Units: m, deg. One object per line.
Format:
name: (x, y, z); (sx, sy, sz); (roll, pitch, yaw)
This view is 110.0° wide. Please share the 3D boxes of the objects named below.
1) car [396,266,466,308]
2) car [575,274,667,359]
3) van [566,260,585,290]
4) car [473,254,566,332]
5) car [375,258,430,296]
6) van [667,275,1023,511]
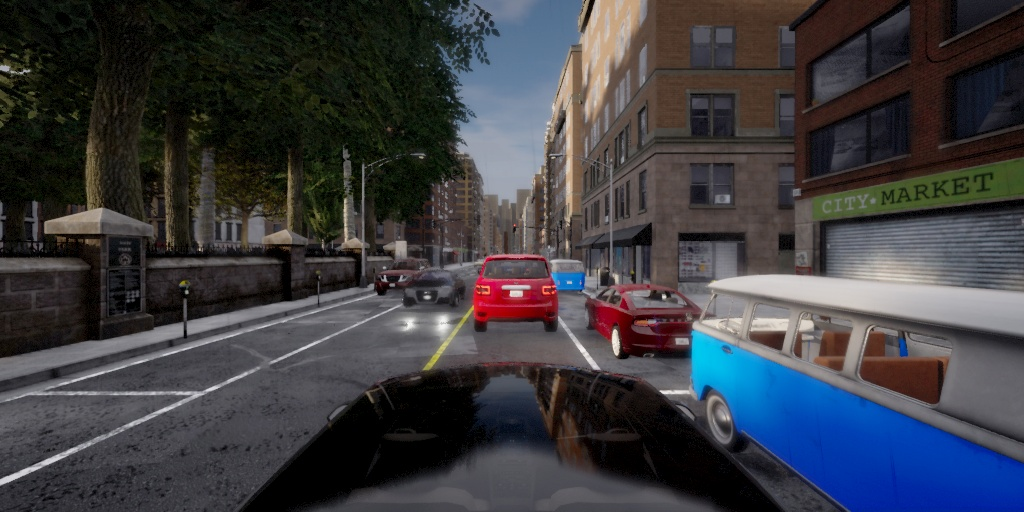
car: (-3.097, 1.311, 15.061); (1.994, 1.385, 4.181); (0, 0, 0)
car: (2.854, 1.294, 8.239); (1.888, 1.381, 4.507); (0, 0, 0)
van: (2.849, 1.085, 19.560); (1.690, 1.789, 3.998); (0, 0, 0)
car: (0.093, 0.970, 10.997); (2.150, 2.045, 5.566); (0, 0, 0)
car: (-5.676, 1.059, 19.516); (2.192, 1.841, 5.009); (0, 0, 0)
van: (2.856, 1.091, 2.578); (1.690, 1.789, 3.998); (0, 0, 0)
